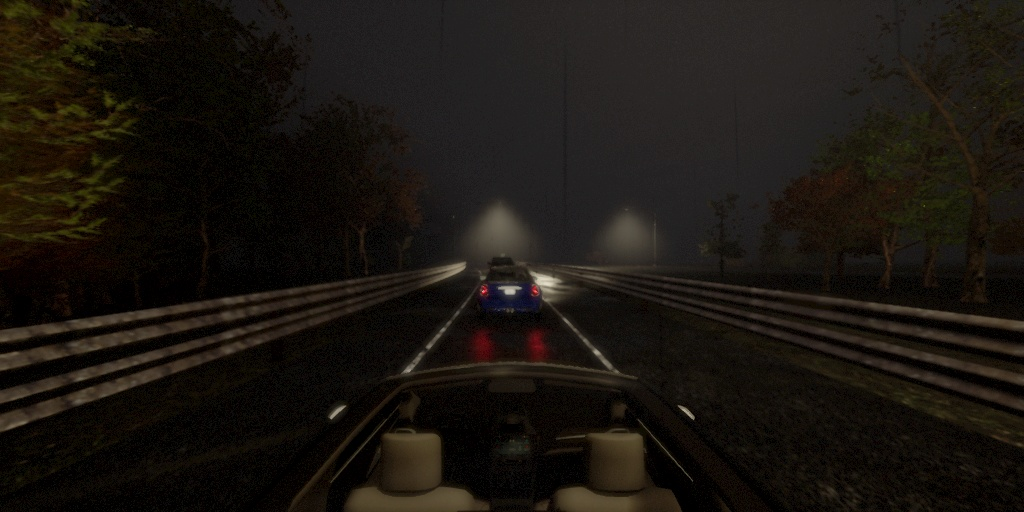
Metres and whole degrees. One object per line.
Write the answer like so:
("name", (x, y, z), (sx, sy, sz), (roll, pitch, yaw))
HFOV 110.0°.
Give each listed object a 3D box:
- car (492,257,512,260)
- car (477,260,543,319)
("car", (-0.901, 1.113, 30.964), (2.150, 2.045, 5.566), (0, 0, -4))
("car", (-0.108, 1.153, 13.186), (2.097, 1.767, 4.553), (0, 0, -1))
